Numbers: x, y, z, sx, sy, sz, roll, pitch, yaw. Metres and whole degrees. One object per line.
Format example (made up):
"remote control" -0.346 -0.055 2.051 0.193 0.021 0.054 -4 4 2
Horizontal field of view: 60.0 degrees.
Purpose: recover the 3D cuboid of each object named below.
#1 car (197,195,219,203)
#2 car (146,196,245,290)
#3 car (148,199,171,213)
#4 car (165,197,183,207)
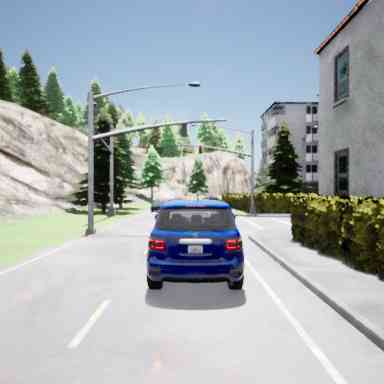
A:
"car" 3.331 1.463 67.132 2.128 1.511 4.902 0 0 36
"car" 0.087 1.217 9.226 2.150 2.045 5.566 0 0 0
"car" -3.534 1.530 37.502 2.033 1.411 5.357 0 0 0
"car" -2.765 1.540 52.364 1.994 1.385 4.181 0 0 10
